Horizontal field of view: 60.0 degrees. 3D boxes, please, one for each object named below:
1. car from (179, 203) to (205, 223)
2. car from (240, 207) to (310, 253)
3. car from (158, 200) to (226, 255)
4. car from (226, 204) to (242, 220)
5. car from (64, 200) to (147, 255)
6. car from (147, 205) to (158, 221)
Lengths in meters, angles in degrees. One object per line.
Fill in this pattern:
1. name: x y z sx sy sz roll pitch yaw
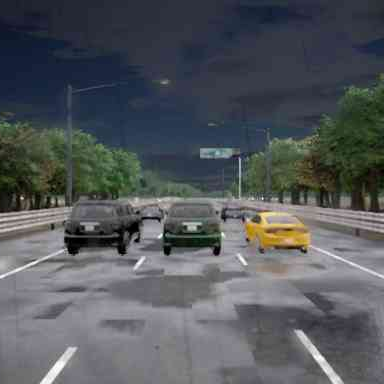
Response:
1. car: 0.014 1.789 29.296 2.128 1.511 4.902 0 -1 0
2. car: 3.510 1.621 14.494 1.882 1.535 5.008 0 0 0
3. car: 0.005 1.354 14.027 2.150 2.045 5.566 0 0 0
4. car: 3.514 1.789 29.299 2.128 1.511 4.902 0 -1 0
5. car: -3.495 1.354 14.036 2.150 2.045 5.566 0 0 0
6. car: -3.488 1.861 29.356 1.994 1.385 4.181 0 -1 0
